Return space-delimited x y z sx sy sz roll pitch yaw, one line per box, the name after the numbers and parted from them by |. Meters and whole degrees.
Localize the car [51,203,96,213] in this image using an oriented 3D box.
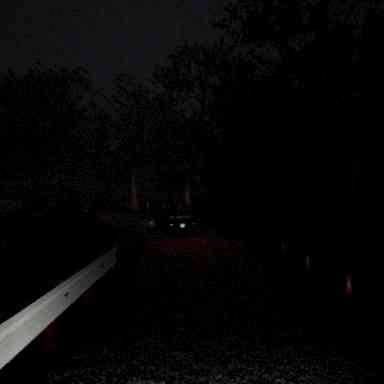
-10.731 1.451 30.088 4.674 1.442 1.812 0 4 30 | car

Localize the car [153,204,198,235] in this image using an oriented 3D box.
-1.043 1.445 18.823 2.128 1.511 4.902 -1 1 -14 | car
